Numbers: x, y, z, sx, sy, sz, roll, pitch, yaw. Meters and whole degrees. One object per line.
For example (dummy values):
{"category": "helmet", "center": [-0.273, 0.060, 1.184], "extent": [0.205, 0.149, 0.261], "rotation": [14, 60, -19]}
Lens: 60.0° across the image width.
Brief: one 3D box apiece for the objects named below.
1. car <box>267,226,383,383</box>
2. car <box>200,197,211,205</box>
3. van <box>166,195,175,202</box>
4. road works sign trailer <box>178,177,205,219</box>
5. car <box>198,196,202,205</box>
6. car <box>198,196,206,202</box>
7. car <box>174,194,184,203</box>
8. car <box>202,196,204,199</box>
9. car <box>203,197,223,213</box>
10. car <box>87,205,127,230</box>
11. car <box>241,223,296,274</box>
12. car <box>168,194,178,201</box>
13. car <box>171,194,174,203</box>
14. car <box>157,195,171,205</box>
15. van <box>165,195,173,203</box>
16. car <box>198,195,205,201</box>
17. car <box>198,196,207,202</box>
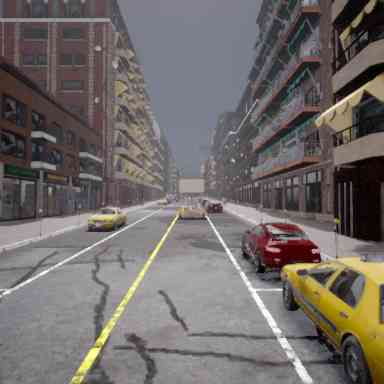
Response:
{"category": "car", "center": [2.586, 1.528, 4.860], "extent": [1.752, 1.417, 4.829], "rotation": [2, 0, 0]}
{"category": "car", "center": [2.583, 1.692, 65.523], "extent": [2.008, 1.369, 4.403], "rotation": [1, 0, 0]}
{"category": "van", "center": [-5.292, 1.552, 82.177], "extent": [1.690, 1.788, 3.998], "rotation": [1, 0, 0]}
{"category": "road works sign trailer", "center": [-0.022, 0.485, 29.538], "extent": [2.380, 3.560, 2.880], "rotation": [-1, 0, 0]}
{"category": "car", "center": [2.584, 1.666, 59.991], "extent": [1.887, 1.381, 4.507], "rotation": [1, 0, 0]}
{"category": "car", "center": [2.583, 1.783, 87.645], "extent": [1.887, 1.381, 4.507], "rotation": [1, 0, 0]}
{"category": "car", "center": [-2.751, 1.640, 75.993], "extent": [1.837, 1.490, 4.892], "rotation": [0, 0, 0]}
{"category": "car", "center": [2.585, 1.593, 43.571], "extent": [1.752, 1.417, 4.829], "rotation": [1, 0, 0]}
{"category": "car", "center": [2.584, 1.598, 37.869], "extent": [1.887, 1.381, 4.507], "rotation": [1, 0, 0]}
{"category": "car", "center": [-5.294, 1.545, 21.177], "extent": [1.752, 1.417, 4.829], "rotation": [2, 0, 0]}
{"category": "car", "center": [2.584, 1.589, 10.219], "extent": [1.802, 1.307, 4.206], "rotation": [1, 0, 0]}
{"category": "car", "center": [-5.292, 1.582, 93.238], "extent": [2.192, 1.841, 5.009], "rotation": [1, 0, 0]}
{"category": "car", "center": [-5.290, 1.456, 65.587], "extent": [2.192, 1.841, 5.009], "rotation": [2, 0, 0]}
{"category": "car", "center": [-5.296, 1.646, 59.884], "extent": [1.752, 1.417, 4.829], "rotation": [2, 0, 0]}
{"category": "van", "center": [-5.291, 1.526, 76.645], "extent": [1.690, 1.788, 3.998], "rotation": [2, 0, 0]}
{"category": "car", "center": [2.593, 1.707, 93.177], "extent": [1.967, 1.590, 4.097], "rotation": [1, 0, 0]}
{"category": "car", "center": [2.583, 1.755, 82.115], "extent": [1.887, 1.381, 4.507], "rotation": [1, 0, 0]}
